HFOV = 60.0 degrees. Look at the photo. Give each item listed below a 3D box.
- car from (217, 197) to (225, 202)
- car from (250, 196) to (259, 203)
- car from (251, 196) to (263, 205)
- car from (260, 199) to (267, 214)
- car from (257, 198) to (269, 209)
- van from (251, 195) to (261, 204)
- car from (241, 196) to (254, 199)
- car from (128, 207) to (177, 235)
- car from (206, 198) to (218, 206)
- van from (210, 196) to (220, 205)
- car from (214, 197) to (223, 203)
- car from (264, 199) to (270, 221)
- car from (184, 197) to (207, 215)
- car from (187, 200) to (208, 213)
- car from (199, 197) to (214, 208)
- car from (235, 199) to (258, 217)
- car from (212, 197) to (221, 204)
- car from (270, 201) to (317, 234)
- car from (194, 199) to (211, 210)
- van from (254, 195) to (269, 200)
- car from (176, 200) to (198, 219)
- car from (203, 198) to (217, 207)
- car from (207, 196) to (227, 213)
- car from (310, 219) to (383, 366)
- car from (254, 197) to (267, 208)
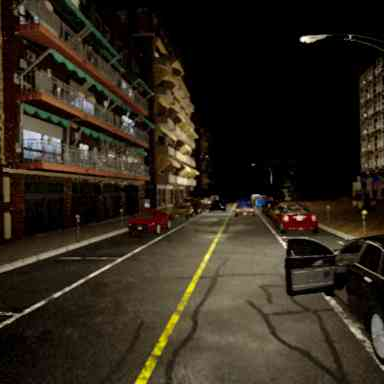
[{"bbox_3d":[8.001,1.981,91.232,1.947,1.339,4.313,-2,0,8],"label":"car"},{"bbox_3d":[13.892,1.676,73.776,1.752,1.417,4.829,-2,0,8],"label":"car"},{"bbox_3d":[12.252,1.550,62.674,1.967,1.590,4.097,-2,0,8],"label":"car"},{"bbox_3d":[7.417,1.587,29.869,1.802,1.307,4.206,-2,0,8],"label":"car"},{"bbox_3d":[8.223,1.603,35.336,1.802,1.307,4.206,-2,0,8],"label":"car"},{"bbox_3d":[13.056,1.471,68.144,1.690,1.788,3.998,-2,0,8],"label":"van"},{"bbox_3d":[7.023,1.590,45.299,1.882,1.535,5.008,-1,0,9],"label":"car"},{"bbox_3d":[-2.485,1.720,20.157,1.887,1.381,4.507,-2,0,8],"label":"car"},{"bbox_3d":[3.967,1.854,63.896,1.887,1.381,4.507,-2,0,8],"label":"car"},{"bbox_3d":[4.768,1.671,69.366,1.690,1.788,3.998,-2,0,8],"label":"van"},{"bbox_3d":[6.388,1.953,80.297,1.802,1.307,4.206,-2,0,8],"label":"car"},{"bbox_3d":[6.634,1.516,24.570,1.752,1.417,4.829,-2,0,8],"label":"car"},{"bbox_3d":[-0.073,1.536,36.560,2.192,1.841,5.009,-2,0,8],"label":"car"},{"bbox_3d":[0.742,1.787,42.026,2.008,1.369,4.403,-2,0,8],"label":"car"},{"bbox_3d":[2.351,1.712,52.961,1.967,1.590,4.097,-2,0,8],"label":"car"},{"bbox_3d":[5.125,1.674,32.263,1.895,1.301,4.718,-1,0,9],"label":"car"},{"bbox_3d":[5.581,1.932,74.830,1.802,1.307,4.206,-2,0,8],"label":"car"},{"bbox_3d":[5.800,1.416,18.934,1.967,1.590,4.097,-2,0,8],"label":"car"},{"bbox_3d":[1.548,1.804,47.494,2.008,1.369,4.403,-2,0,8],"label":"car"},{"bbox_3d":[9.830,1.395,46.273,1.690,1.788,3.998,-2,0,8],"label":"van"},{"bbox_3d":[-0.898,1.730,30.924,1.752,1.417,4.829,-2,0,8],"label":"car"},{"bbox_3d":[3.161,1.856,58.428,1.947,1.339,4.313,-2,0,8],"label":"car"},{"bbox_3d":[3.140,1.646,40.135,1.882,1.535,5.008,-1,0,9],"label":"car"},{"bbox_3d":[3.494,1.455,5.545,1.837,1.490,4.892,-1,0,8],"label":"car"},{"bbox_3d":[10.666,1.597,51.906,1.752,1.417,4.829,-2,0,8],"label":"car"}]
